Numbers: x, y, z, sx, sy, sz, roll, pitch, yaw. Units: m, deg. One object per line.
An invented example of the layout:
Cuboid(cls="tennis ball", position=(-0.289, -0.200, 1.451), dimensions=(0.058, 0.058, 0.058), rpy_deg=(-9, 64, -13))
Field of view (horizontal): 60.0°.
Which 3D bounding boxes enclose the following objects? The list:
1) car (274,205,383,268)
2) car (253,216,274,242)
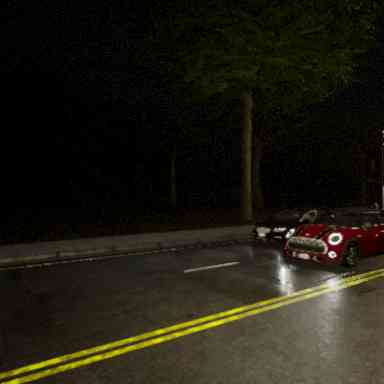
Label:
Cuboid(cls="car", position=(5.216, 1.345, 11.329), dimensions=(4.553, 1.767, 2.097), rpy_deg=(0, 0, -35))
Cuboid(cls="car", position=(4.873, 1.482, 15.061), dimensions=(4.902, 1.511, 2.128), rpy_deg=(0, 0, -35))
